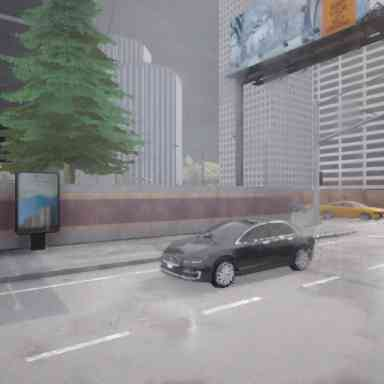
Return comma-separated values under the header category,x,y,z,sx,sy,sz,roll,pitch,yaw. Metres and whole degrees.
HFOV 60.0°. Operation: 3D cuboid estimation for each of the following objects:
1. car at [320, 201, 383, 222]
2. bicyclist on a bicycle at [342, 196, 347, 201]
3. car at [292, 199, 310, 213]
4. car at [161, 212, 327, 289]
category,x,y,z,sx,sy,sz,roll,pitch,yaw
car,12.899,1.478,26.958,1.882,1.535,5.008,0,0,-35
bicyclist on a bicycle,21.243,1.301,46.301,1.656,1.620,0.582,0,0,-35
car,10.513,1.488,36.391,2.128,1.511,4.902,0,0,-35
car,1.452,1.505,9.311,4.892,1.490,1.837,0,0,-35
